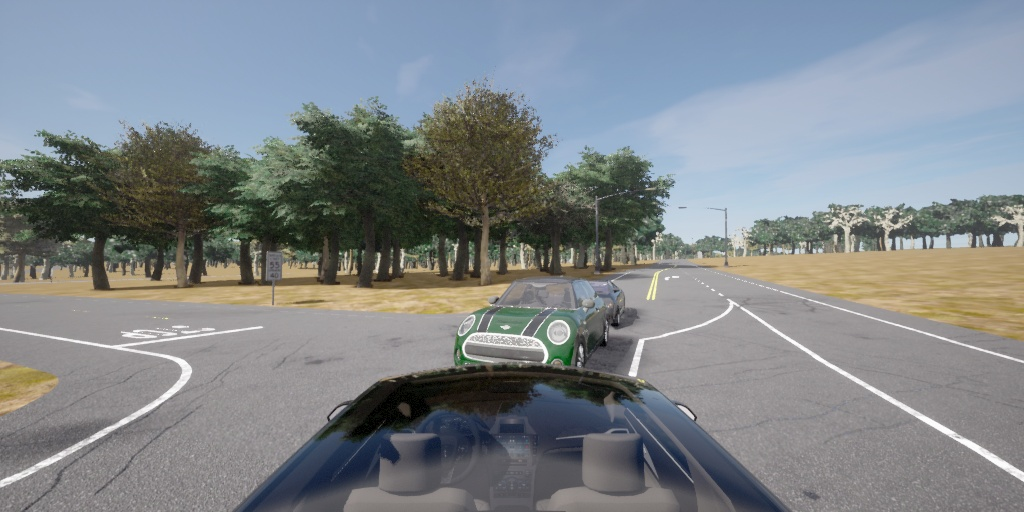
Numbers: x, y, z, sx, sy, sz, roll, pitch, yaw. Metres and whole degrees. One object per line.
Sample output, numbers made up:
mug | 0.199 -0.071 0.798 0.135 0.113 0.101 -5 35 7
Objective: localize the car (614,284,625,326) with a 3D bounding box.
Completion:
car | 2.916 1.554 12.873 1.994 1.385 4.181 -2 0 22

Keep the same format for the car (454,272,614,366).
car | 0.687 1.222 7.442 2.097 1.767 4.553 -1 -2 22
